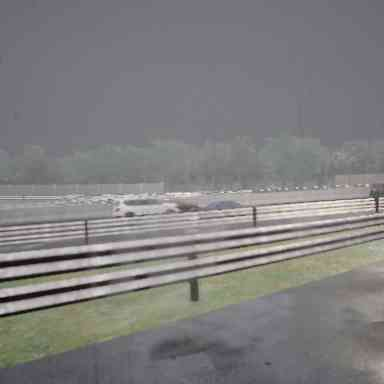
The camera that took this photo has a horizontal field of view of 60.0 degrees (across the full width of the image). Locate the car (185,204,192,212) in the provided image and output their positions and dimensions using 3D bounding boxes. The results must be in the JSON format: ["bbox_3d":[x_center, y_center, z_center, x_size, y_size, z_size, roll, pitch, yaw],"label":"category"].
[{"bbox_3d":[-1.776,1.508,32.049,5.008,1.535,1.882,-3,2,-19],"label":"car"}]

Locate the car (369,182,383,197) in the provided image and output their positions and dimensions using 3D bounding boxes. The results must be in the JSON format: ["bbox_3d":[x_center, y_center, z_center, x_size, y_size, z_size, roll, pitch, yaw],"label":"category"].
[{"bbox_3d":[24.687,-0.219,41.255,5.566,2.045,2.150,-3,1,-19],"label":"car"}]

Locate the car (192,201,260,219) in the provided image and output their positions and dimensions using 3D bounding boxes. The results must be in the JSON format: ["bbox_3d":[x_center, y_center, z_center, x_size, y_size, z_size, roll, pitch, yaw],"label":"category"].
[{"bbox_3d":[2.931,1.430,26.275,5.008,1.535,1.882,-3,2,-19],"label":"car"}]

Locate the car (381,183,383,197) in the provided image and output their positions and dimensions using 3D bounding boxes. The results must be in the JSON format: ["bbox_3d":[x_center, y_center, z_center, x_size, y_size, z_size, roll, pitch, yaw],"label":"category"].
[{"bbox_3d":[24.167,0.034,37.367,4.553,1.767,2.097,-3,1,-19],"label":"car"}]

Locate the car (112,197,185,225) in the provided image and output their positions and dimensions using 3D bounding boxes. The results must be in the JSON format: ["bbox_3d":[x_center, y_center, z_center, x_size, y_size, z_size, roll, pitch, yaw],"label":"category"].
[{"bbox_3d":[-3.813,1.424,27.632,5.566,2.045,2.150,-3,2,-19],"label":"car"}]
